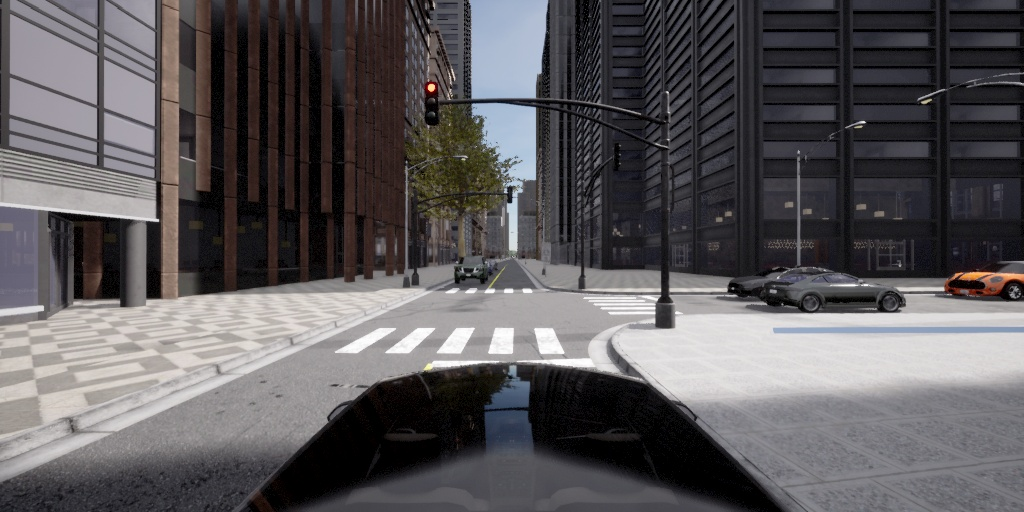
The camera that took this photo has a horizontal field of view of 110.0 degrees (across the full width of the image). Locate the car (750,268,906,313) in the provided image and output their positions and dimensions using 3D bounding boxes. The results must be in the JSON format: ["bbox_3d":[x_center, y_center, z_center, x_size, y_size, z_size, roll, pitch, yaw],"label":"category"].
[{"bbox_3d":[11.556,1.256,13.104,4.181,1.385,1.994,0,0,0],"label":"car"}]

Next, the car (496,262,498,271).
[{"bbox_3d":[-2.951,1.272,49.811,2.128,1.511,4.902,0,0,0],"label":"car"}]

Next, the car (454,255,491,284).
[{"bbox_3d":[-3.027,0.975,27.647,2.150,2.045,5.566,0,0,0],"label":"car"}]

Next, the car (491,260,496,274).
[{"bbox_3d":[-2.998,1.285,37.669,1.812,1.442,4.674,0,0,0],"label":"car"}]

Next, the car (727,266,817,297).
[{"bbox_3d":[12.412,1.206,16.205,4.892,1.490,1.837,0,0,0],"label":"car"}]

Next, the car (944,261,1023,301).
[{"bbox_3d":[22.696,1.017,16.200,4.553,1.767,2.097,0,0,0],"label":"car"}]
